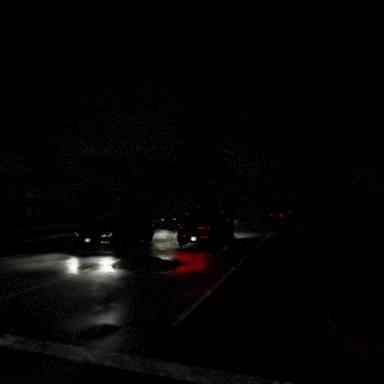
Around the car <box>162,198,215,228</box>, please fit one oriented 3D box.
[{"bbox_3d":[-0.280,1.465,24.388,2.150,2.045,5.566,0,-1,19],"label":"car"}]

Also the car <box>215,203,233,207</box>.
[{"bbox_3d":[3.158,1.892,34.085,1.837,1.490,4.892,0,-1,21],"label":"car"}]

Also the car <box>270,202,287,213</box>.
[{"bbox_3d":[12.052,2.140,46.319,1.812,1.442,4.674,0,-1,23],"label":"car"}]

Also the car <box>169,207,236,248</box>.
[{"bbox_3d":[0.784,1.660,15.763,1.837,1.490,4.892,0,-1,18],"label":"car"}]

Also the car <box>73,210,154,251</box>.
[{"bbox_3d":[-3.258,1.610,14.848,1.837,1.490,4.892,0,-1,16],"label":"car"}]
